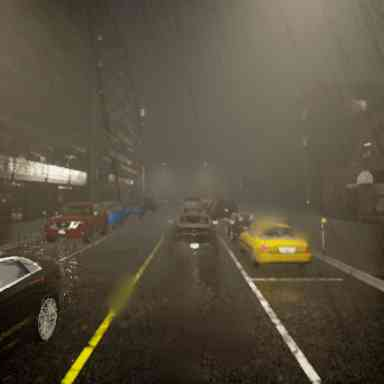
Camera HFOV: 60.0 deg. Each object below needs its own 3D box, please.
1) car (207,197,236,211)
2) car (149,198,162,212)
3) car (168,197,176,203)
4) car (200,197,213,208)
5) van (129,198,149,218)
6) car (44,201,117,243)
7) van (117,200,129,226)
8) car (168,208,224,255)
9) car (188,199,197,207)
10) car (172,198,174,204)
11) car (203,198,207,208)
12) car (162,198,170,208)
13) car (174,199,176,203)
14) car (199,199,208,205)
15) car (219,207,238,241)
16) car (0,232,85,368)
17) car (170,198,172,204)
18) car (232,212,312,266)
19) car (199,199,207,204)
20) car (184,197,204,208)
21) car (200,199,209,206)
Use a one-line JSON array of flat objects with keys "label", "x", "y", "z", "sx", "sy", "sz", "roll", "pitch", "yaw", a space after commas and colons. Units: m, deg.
[{"label": "car", "x": 2.691, "y": 1.564, "z": 28.154, "sx": 2.192, "sy": 1.841, "sz": 5.009, "roll": 0, "pitch": -1, "yaw": 0}, {"label": "car", "x": -5.691, "y": 1.722, "z": 44.771, "sx": 2.192, "sy": 1.841, "sz": 5.009, "roll": 0, "pitch": -1, "yaw": 0}, {"label": "car", "x": -5.694, "y": 2.370, "z": 94.620, "sx": 1.967, "sy": 1.590, "sz": 4.097, "roll": 0, "pitch": -1, "yaw": 0}, {"label": "car", "x": 2.689, "y": 1.886, "z": 61.390, "sx": 2.192, "sy": 1.841, "sz": 5.009, "roll": 0, "pitch": -1, "yaw": 0}, {"label": "van", "x": -5.690, "y": 1.641, "z": 33.692, "sx": 1.690, "sy": 1.788, "sz": 3.998, "roll": 0, "pitch": -1, "yaw": 0}, {"label": "car", "x": -5.689, "y": 1.463, "z": 17.075, "sx": 2.192, "sy": 1.841, "sz": 5.009, "roll": 0, "pitch": 0, "yaw": 0}, {"label": "van", "x": -5.689, "y": 1.539, "z": 22.615, "sx": 1.690, "sy": 1.788, "sz": 3.998, "roll": 0, "pitch": -1, "yaw": 0}, {"label": "car", "x": 0.060, "y": 1.624, "z": 13.838, "sx": 1.837, "sy": 1.490, "sz": 4.892, "roll": 0, "pitch": -1, "yaw": -1}, {"label": "car", "x": 0.097, "y": 2.124, "z": 64.131, "sx": 1.812, "sy": 1.442, "sz": 4.674, "roll": 0, "pitch": -1, "yaw": 0}, {"label": "car", "x": -5.693, "y": 2.235, "z": 72.463, "sx": 2.008, "sy": 1.369, "sz": 4.403, "roll": 0, "pitch": -1, "yaw": 0}, {"label": "car", "x": 2.690, "y": 1.794, "z": 39.231, "sx": 1.967, "sy": 1.590, "sz": 4.097, "roll": 0, "pitch": -1, "yaw": 0}, {"label": "car", "x": -5.692, "y": 2.136, "z": 61.387, "sx": 1.947, "sy": 1.339, "sz": 4.313, "roll": 0, "pitch": -1, "yaw": 0}, {"label": "car", "x": -5.694, "y": 2.246, "z": 83.541, "sx": 1.967, "sy": 1.590, "sz": 4.097, "roll": 0, "pitch": -1, "yaw": 0}, {"label": "car", "x": 2.687, "y": 2.311, "z": 78.002, "sx": 1.947, "sy": 1.339, "sz": 4.313, "roll": 0, "pitch": -1, "yaw": 0}, {"label": "car", "x": 2.691, "y": 1.699, "z": 17.074, "sx": 2.008, "sy": 1.369, "sz": 4.403, "roll": 0, "pitch": -1, "yaw": 0}, {"label": "car", "x": -3.101, "y": 1.524, "z": 3.707, "sx": 2.128, "sy": 1.511, "sz": 4.902, "roll": 0, "pitch": 0, "yaw": 0}, {"label": "car", "x": -5.692, "y": 2.177, "z": 66.925, "sx": 2.008, "sy": 1.369, "sz": 4.403, "roll": 0, "pitch": -1, "yaw": 0}, {"label": "car", "x": 2.691, "y": 1.627, "z": 11.705, "sx": 1.752, "sy": 1.417, "sz": 4.829, "roll": 0, "pitch": -1, "yaw": 0}, {"label": "car", "x": 2.687, "y": 2.357, "z": 83.540, "sx": 2.008, "sy": 1.369, "sz": 4.403, "roll": 0, "pitch": -1, "yaw": 0}, {"label": "car", "x": 0.098, "y": 1.625, "z": 44.646, "sx": 2.150, "sy": 2.045, "sz": 5.566, "roll": 0, "pitch": -1, "yaw": 0}, {"label": "car", "x": 2.688, "y": 2.267, "z": 72.463, "sx": 1.802, "sy": 1.307, "sz": 4.206, "roll": 0, "pitch": -1, "yaw": 0}]
